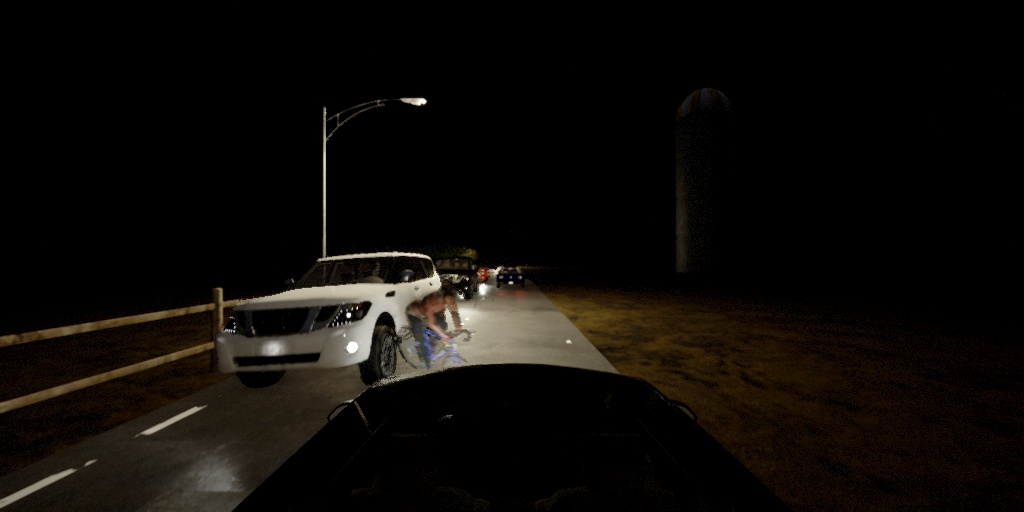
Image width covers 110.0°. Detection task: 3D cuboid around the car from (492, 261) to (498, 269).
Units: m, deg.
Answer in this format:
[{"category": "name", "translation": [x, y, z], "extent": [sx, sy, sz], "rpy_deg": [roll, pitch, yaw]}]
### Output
[{"category": "car", "translation": [-3.325, 1.506, 56.896], "extent": [1.882, 1.535, 5.008], "rpy_deg": [0, 0, 0]}]

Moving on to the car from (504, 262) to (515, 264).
[{"category": "car", "translation": [-0.284, 1.483, 45.276], "extent": [1.812, 1.442, 4.674], "rpy_deg": [0, 0, 0]}]

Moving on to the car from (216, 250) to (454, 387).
[{"category": "car", "translation": [-2.938, 0.927, 7.361], "extent": [2.150, 2.045, 5.566], "rpy_deg": [-4, -2, 3]}]

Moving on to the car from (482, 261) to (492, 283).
[{"category": "car", "translation": [-3.042, 1.212, 29.237], "extent": [2.097, 1.767, 4.553], "rpy_deg": [0, 0, 0]}]

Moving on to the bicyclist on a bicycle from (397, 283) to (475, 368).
[{"category": "bicyclist on a bicycle", "translation": [-1.037, 1.080, 4.935], "extent": [1.656, 1.620, 0.582], "rpy_deg": [21, 24, 30]}]

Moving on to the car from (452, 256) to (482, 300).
[{"category": "car", "translation": [-2.988, 1.032, 18.617], "extent": [2.150, 2.045, 5.566], "rpy_deg": [0, 0, -1]}]

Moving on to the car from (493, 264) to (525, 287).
[{"category": "car", "translation": [-0.102, 1.440, 25.395], "extent": [1.895, 1.301, 4.718], "rpy_deg": [0, 0, -1]}]
